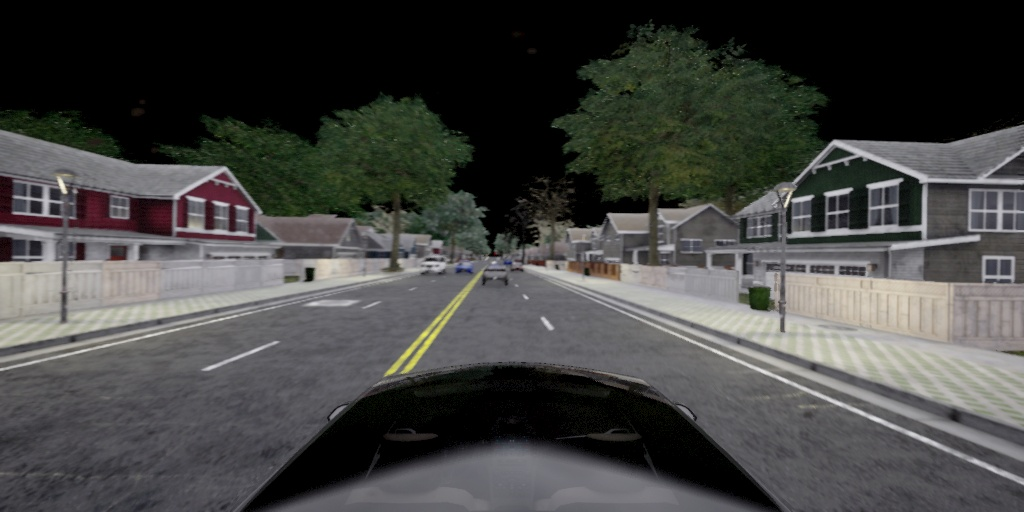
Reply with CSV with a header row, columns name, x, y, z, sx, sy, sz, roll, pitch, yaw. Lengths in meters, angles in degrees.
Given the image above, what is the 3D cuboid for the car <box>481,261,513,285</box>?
name,x,y,z,sx,sy,sz,roll,pitch,yaw
car,-1.274,1.338,27.103,2.128,1.511,4.902,1,0,-3

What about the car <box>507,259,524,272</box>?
name,x,y,z,sx,sy,sz,roll,pitch,yaw
car,0.671,1.579,52.755,2.033,1.411,5.357,1,0,-3

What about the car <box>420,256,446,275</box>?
name,x,y,z,sx,sy,sz,roll,pitch,yaw
car,-8.593,1.024,39.520,2.150,2.045,5.566,1,-1,-3

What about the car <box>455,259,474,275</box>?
name,x,y,z,sx,sy,sz,roll,pitch,yaw
car,-5.446,1.340,41.532,1.882,1.535,5.008,1,0,-3
